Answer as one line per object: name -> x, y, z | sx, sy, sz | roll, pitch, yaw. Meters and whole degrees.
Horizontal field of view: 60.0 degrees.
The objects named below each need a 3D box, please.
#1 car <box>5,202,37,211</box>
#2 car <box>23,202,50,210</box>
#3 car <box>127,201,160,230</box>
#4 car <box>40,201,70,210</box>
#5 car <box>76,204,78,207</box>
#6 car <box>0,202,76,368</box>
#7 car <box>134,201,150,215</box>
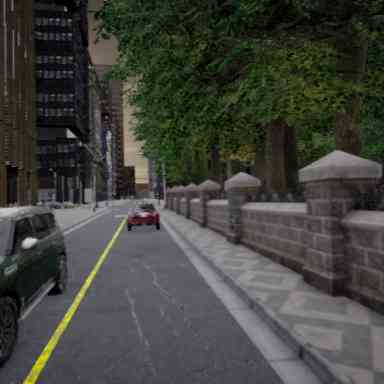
car -> -29.125, 2.528, 56.762 | 4.313, 1.339, 1.947 | -1, -1, -9
car -> -30.402, 2.765, 65.188 | 4.403, 1.369, 2.008 | -1, -1, -9
car -> -3.382, 1.540, 23.118 | 2.097, 1.767, 4.553 | -1, 0, -9
car -> -23.677, 2.372, 57.587 | 4.403, 1.369, 2.008 | -1, -1, -9
car -> -25.122, 2.603, 65.987 | 4.829, 1.417, 1.752 | -1, -1, -9
car -> -3.832, 1.345, 6.046 | 2.150, 2.045, 5.566 | -1, 0, -9
car -> -6.081, 1.868, 40.372 | 1.812, 1.442, 4.674 | -1, 0, -9
